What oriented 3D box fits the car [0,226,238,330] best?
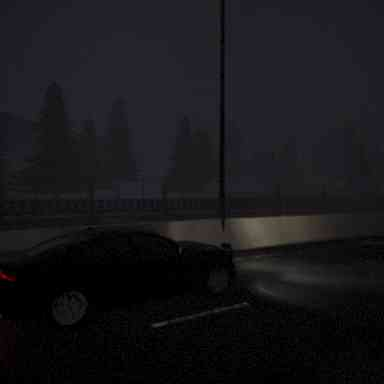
[{"bbox_3d":[-1.280,1.450,6.911,5.008,1.535,1.882,0,0,-34],"label":"car"}]
